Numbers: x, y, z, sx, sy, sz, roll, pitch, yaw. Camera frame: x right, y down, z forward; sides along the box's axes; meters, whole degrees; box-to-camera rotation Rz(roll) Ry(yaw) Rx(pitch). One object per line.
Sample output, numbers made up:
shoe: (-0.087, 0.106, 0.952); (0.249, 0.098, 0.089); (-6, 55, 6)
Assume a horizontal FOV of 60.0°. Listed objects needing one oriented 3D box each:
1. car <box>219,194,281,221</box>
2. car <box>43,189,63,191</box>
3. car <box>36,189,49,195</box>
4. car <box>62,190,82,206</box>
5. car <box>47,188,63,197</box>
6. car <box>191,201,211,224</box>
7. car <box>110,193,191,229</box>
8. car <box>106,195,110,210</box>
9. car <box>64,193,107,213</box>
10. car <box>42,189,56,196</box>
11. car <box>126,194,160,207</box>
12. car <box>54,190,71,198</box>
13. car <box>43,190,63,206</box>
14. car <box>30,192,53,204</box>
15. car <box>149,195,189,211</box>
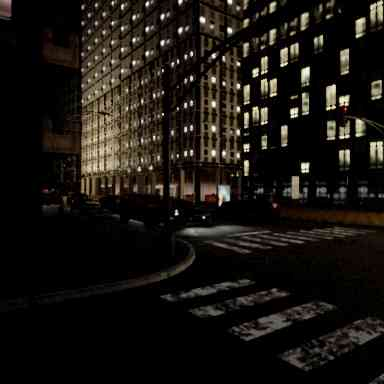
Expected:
car: (4.178, 1.023, 24.315); (2.192, 1.841, 5.009); (1, 0, -36)
car: (-25.516, 0.379, 60.618); (1.994, 1.385, 4.181); (0, 1, -36)
car: (-35.039, -0.014, 78.107); (1.887, 1.381, 4.507); (1, 0, -36)
car: (-12.825, 0.808, 37.799); (1.837, 1.490, 4.892); (0, 1, -36)
car: (-28.500, 0.096, 69.141); (1.967, 1.590, 4.097); (1, 0, -36)
car: (-0.749, 1.193, 21.214); (1.837, 1.490, 4.892); (0, 1, -36)
car: (-2.557, 1.006, 19.330); (2.192, 1.841, 5.009); (2, 0, -36)
car: (-6.761, 0.989, 29.464); (2.128, 1.511, 4.902); (0, 1, -36)
car: (-9.098, 1.065, 28.294); (1.802, 1.307, 4.206); (2, 0, -36)
car: (-31.771, 0.094, 73.624); (1.887, 1.381, 4.507); (1, 0, -36)
car: (-5.631, 0.962, 37.764); (1.947, 1.339, 4.313); (1, 0, -36)
car: (-25.236, 0.306, 64.660); (1.887, 1.381, 4.507); (1, 0, -36)
car: (-15.631, 0.825, 37.257); (2.008, 1.369, 4.403); (2, 0, -36)
car: (-18.898, 0.751, 41.738); (1.802, 1.307, 4.206); (2, 0, -36)
car: (-2.363, 1.066, 33.281); (1.947, 1.339, 4.313); (1, 0, -36)
